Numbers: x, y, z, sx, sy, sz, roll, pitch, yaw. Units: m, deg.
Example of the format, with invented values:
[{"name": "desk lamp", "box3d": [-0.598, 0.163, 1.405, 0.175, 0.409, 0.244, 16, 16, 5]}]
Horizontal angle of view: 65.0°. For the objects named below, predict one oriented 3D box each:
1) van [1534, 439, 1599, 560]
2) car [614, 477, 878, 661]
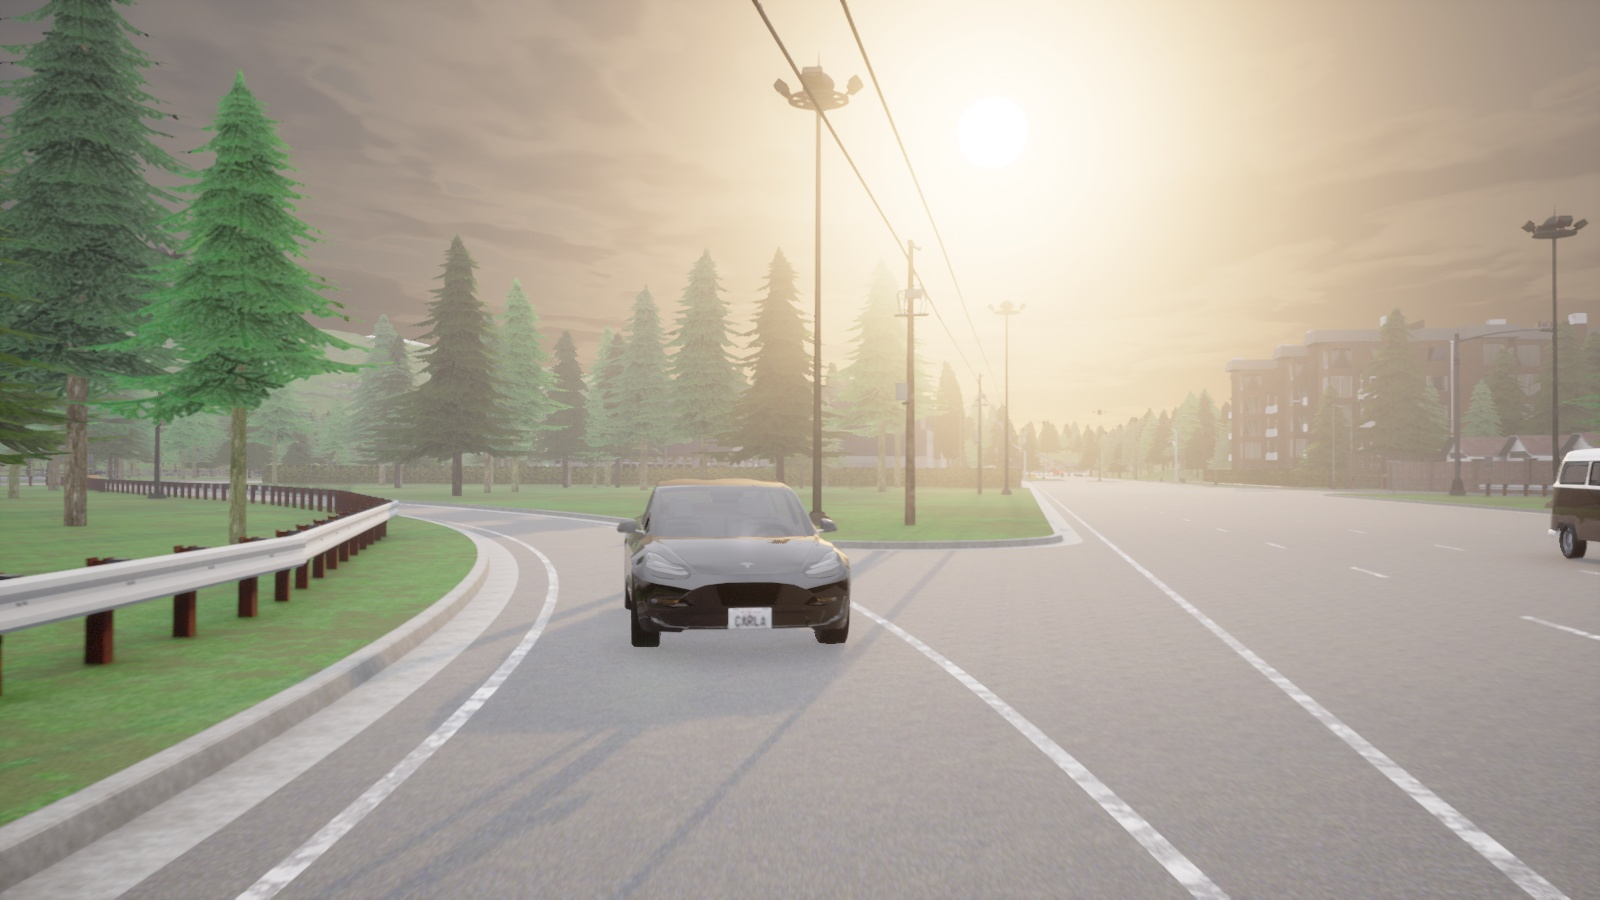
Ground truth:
[{"name": "van", "box3d": [14.589, 0.838, 21.478, 2.069, 2.038, 4.480, 0, -1, 10]}, {"name": "car", "box3d": [-0.781, 1.034, 12.866, 2.163, 1.488, 4.792, 0, -1, -9]}]
